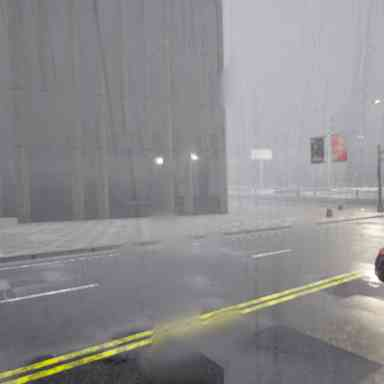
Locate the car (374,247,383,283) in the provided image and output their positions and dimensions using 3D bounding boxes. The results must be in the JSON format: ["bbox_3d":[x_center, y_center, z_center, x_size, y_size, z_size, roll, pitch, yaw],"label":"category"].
[{"bbox_3d":[6.248,1.448,7.976,4.181,1.385,1.994,-1,0,-35],"label":"car"}]
